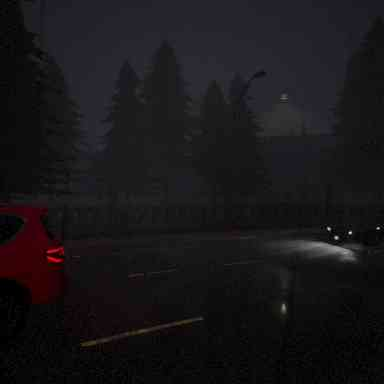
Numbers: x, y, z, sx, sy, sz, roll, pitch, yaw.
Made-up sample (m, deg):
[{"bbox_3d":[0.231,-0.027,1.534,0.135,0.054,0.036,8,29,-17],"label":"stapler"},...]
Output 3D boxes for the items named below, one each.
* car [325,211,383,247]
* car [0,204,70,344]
[{"bbox_3d":[8.705,1.547,14.661,5.357,1.411,2.033,0,0,-13],"label":"car"},{"bbox_3d":[-4.723,1.221,4.805,5.566,2.045,2.150,0,0,-35],"label":"car"}]
